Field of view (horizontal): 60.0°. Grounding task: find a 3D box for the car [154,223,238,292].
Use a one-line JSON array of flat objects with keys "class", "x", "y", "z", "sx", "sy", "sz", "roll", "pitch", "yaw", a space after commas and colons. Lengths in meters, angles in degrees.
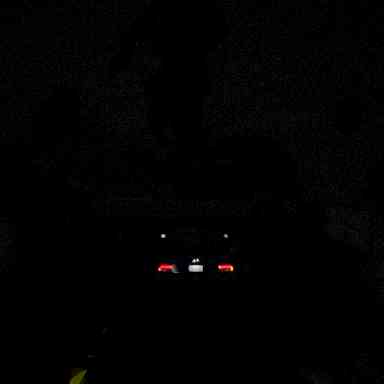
[{"class": "car", "x": 0.073, "y": 1.550, "z": 9.071, "sx": 2.033, "sy": 1.411, "sz": 5.357, "roll": 0, "pitch": 0, "yaw": 0}]
